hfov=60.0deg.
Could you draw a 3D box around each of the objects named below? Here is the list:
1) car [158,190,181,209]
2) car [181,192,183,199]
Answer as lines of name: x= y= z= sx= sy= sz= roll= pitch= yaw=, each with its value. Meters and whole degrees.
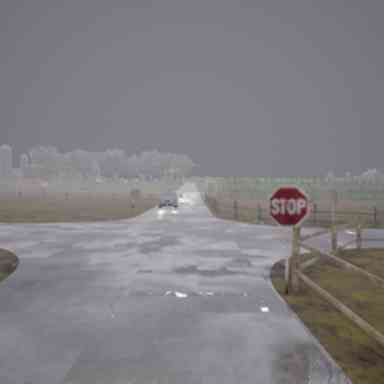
car: x=-2.745 y=0.900 z=39.495 sx=2.150 sy=2.045 sz=5.566 roll=0 pitch=1 yaw=0
car: x=-2.742 y=0.436 z=64.947 sx=1.812 sy=1.442 sz=4.674 roll=0 pitch=2 yaw=0
